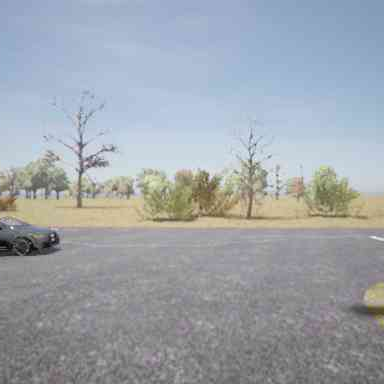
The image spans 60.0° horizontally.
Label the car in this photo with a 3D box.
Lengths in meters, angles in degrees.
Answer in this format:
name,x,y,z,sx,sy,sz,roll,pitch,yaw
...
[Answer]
name,x,y,z,sx,sy,sz,roll,pitch,yaw
car,-7.544,1.703,13.231,4.181,1.385,1.994,0,-1,-1
